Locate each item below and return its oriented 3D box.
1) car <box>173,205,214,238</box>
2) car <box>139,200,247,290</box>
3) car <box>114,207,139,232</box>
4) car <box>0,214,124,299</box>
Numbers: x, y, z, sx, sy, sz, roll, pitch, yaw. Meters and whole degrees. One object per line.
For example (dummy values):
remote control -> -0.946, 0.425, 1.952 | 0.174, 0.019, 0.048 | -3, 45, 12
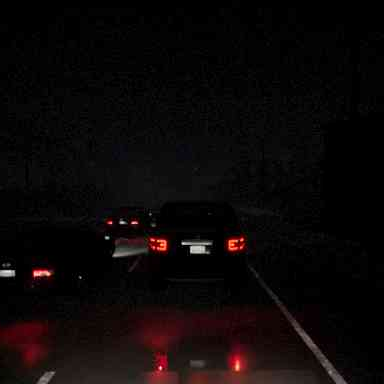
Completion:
car -> 0.091, 1.547, 19.119 | 2.033, 1.411, 5.357 | 0, 0, 0
car -> 0.095, 1.221, 9.188 | 2.150, 2.045, 5.566 | 0, 0, 0
car -> -3.412, 1.547, 18.719 | 2.033, 1.411, 5.357 | 0, 0, 0
car -> -3.410, 1.547, 8.648 | 2.033, 1.411, 5.357 | 0, 0, 0
